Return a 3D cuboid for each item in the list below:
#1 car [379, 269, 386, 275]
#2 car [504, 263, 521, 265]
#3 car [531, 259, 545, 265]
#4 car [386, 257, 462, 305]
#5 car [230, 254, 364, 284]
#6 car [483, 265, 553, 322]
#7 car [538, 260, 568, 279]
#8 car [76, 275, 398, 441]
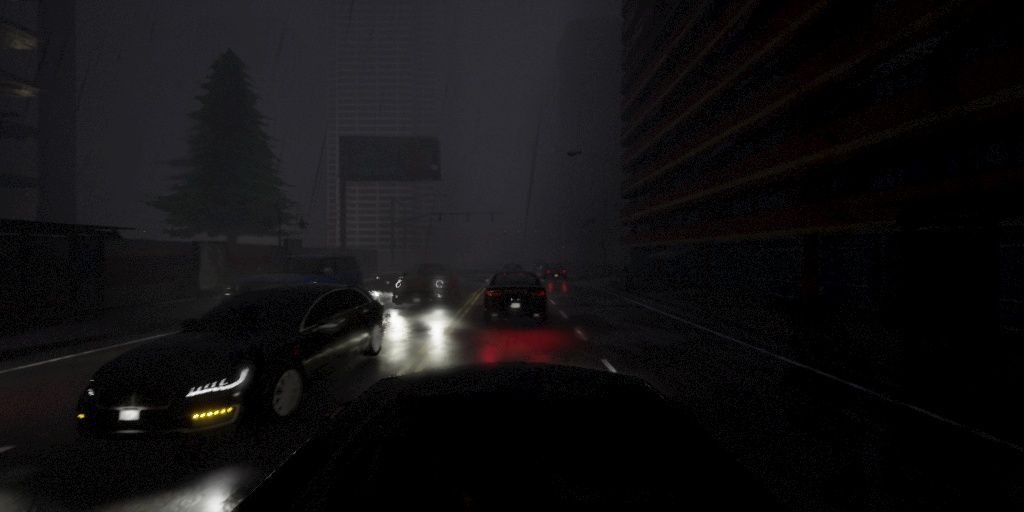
[{"bbox_3d":[-7.070,1.233,22.792,1.812,1.442,4.674,0,0,0],"label":"car"},{"bbox_3d":[0.049,1.246,26.818,2.033,1.411,5.357,0,0,0],"label":"car"},{"bbox_3d":[3.569,1.163,46.220,1.837,1.490,4.892,0,0,0],"label":"car"},{"bbox_3d":[-3.593,1.074,15.778,2.097,1.767,4.553,0,0,0],"label":"car"},{"bbox_3d":[-7.098,0.951,12.476,2.150,2.045,5.566,0,0,0],"label":"car"},{"bbox_3d":[0.098,1.206,12.217,1.882,1.535,5.008,0,0,0],"label":"car"},{"bbox_3d":[3.571,1.289,31.072,1.895,1.301,4.718,0,0,0],"label":"car"},{"bbox_3d":[-3.600,1.248,5.805,1.837,1.490,4.892,0,0,0],"label":"car"}]
